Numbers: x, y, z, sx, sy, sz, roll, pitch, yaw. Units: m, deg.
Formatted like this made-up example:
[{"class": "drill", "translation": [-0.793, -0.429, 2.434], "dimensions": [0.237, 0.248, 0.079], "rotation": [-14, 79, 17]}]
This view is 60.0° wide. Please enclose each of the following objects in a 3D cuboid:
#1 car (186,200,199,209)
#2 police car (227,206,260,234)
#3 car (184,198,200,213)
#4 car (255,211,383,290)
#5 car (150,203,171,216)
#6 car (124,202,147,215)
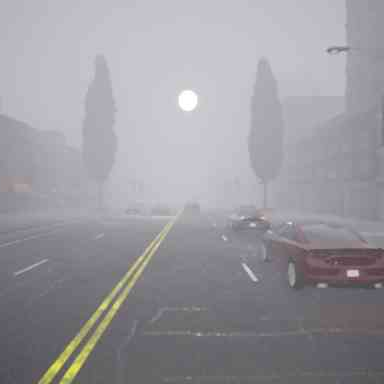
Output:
[{"class": "car", "translation": [0.117, 2.171, 57.204], "dimensions": [2.033, 1.411, 5.357], "rotation": [0, -1, 0]}, {"class": "police car", "translation": [3.257, 1.604, 20.201], "dimensions": [2.038, 1.542, 4.974], "rotation": [0, -1, 0]}, {"class": "car", "translation": [0.008, 1.850, 42.252], "dimensions": [1.882, 1.535, 5.008], "rotation": [0, -1, 0]}, {"class": "car", "translation": [3.254, 1.501, 9.196], "dimensions": [1.882, 1.535, 5.008], "rotation": [0, 0, 0]}, {"class": "car", "translation": [-3.296, 1.849, 35.798], "dimensions": [1.994, 1.385, 4.181], "rotation": [0, -1, 1]}, {"class": "car", "translation": [-6.513, 1.875, 39.025], "dimensions": [2.033, 1.411, 5.357], "rotation": [0, -1, 0]}]
